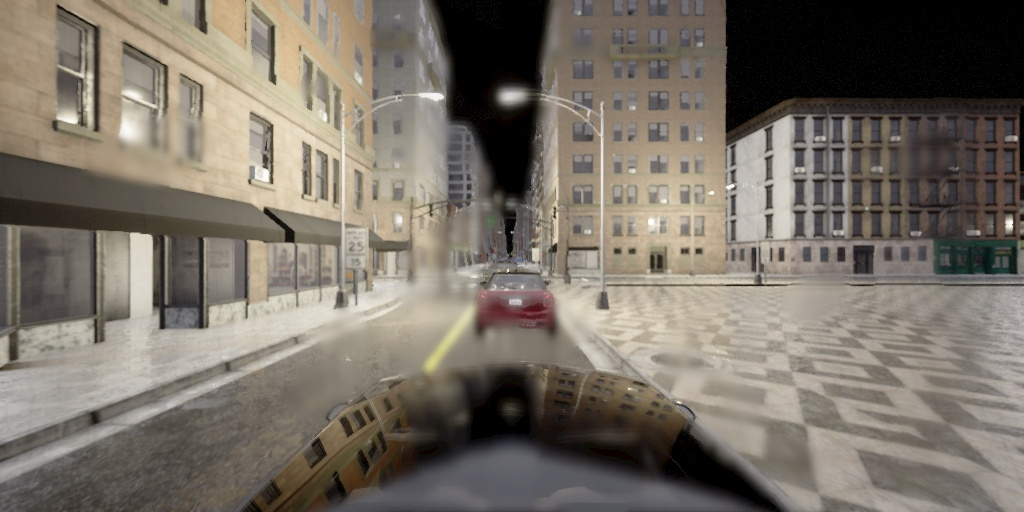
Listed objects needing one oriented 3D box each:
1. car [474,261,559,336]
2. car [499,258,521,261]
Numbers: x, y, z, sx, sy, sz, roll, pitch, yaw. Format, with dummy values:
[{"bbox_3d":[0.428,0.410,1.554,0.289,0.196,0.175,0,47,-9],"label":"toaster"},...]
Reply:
[{"bbox_3d":[0.103,1.136,10.647,2.097,1.767,4.553,0,0,0],"label":"car"},{"bbox_3d":[-0.757,1.187,24.501,2.097,1.767,4.553,0,0,-13],"label":"car"}]
